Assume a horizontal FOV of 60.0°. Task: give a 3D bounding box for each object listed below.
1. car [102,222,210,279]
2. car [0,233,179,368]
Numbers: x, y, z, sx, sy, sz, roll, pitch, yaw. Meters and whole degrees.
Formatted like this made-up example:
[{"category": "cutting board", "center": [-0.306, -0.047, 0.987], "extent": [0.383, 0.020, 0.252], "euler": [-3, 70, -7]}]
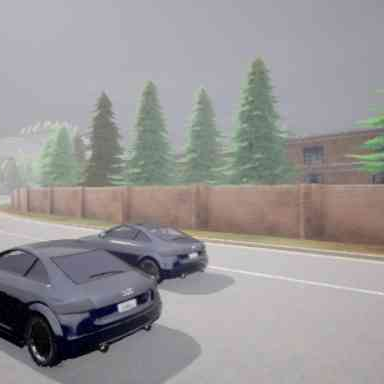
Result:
[{"category": "car", "center": [-1.590, 1.545, 9.428], "extent": [4.181, 1.385, 1.994], "euler": [0, 0, 36]}, {"category": "car", "center": [-2.529, 1.549, 5.798], "extent": [4.181, 1.385, 1.994], "euler": [0, 0, 36]}]
